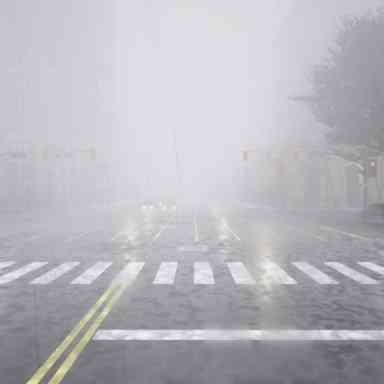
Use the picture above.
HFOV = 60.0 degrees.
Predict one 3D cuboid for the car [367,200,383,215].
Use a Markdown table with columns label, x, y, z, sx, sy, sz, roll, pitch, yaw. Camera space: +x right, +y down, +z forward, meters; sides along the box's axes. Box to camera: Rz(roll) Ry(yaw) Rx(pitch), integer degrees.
| label | x | y | z | sx | sy | sz | roll | pitch | yaw |
| --- | --- | --- | --- | --- | --- | --- | --- | --- | --- |
| car | 19.596 | 1.487 | 32.875 | 4.902 | 1.511 | 2.128 | 0 | 0 | 2 |

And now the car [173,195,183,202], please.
| label | x | y | z | sx | sy | sz | roll | pitch | yaw |
| --- | --- | --- | --- | --- | --- | --- | --- | --- | --- |
| car | -3.298 | 1.513 | 79.789 | 2.128 | 1.511 | 4.902 | 0 | 0 | 1 |

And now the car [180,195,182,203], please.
| label | x | y | z | sx | sy | sz | roll | pitch | yaw |
| --- | --- | --- | --- | --- | --- | --- | --- | --- | --- |
| car | -3.416 | 1.214 | 68.995 | 2.150 | 2.045 | 5.566 | 0 | 0 | 1 |

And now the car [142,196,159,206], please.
| label | x | y | z | sx | sy | sz | roll | pitch | yaw |
| --- | --- | --- | --- | --- | --- | --- | --- | --- | --- |
| car | -7.075 | 1.556 | 55.322 | 1.994 | 1.385 | 4.181 | 0 | 0 | 0 |

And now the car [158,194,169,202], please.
| label | x | y | z | sx | sy | sz | roll | pitch | yaw |
| --- | --- | --- | --- | --- | --- | --- | --- | --- | --- |
| car | -6.799 | 1.344 | 79.657 | 2.097 | 1.767 | 4.553 | 0 | 0 | 1 |

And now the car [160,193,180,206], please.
| label | x | y | z | sx | sy | sz | roll | pitch | yaw |
| --- | --- | --- | --- | --- | --- | --- | --- | --- | --- |
| car | -3.576 | 1.344 | 54.974 | 2.097 | 1.767 | 4.553 | 0 | 0 | 0 |
